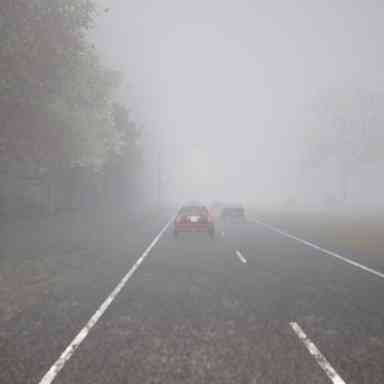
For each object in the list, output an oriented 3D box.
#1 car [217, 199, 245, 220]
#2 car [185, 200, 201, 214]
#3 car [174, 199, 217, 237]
[{"bbox_3d":[3.513,1.640,29.738,1.882,1.535,5.008,0,0,0],"label":"car"},{"bbox_3d":[0.096,1.721,39.329,1.837,1.490,4.892,0,0,0],"label":"car"},{"bbox_3d":[0.097,1.458,19.025,2.097,1.767,4.553,0,0,0],"label":"car"}]
